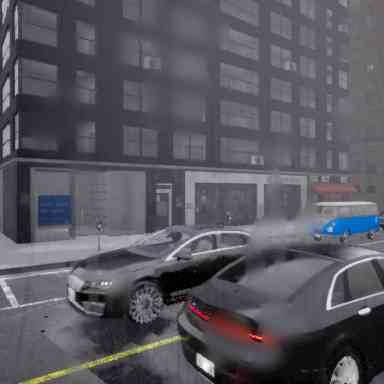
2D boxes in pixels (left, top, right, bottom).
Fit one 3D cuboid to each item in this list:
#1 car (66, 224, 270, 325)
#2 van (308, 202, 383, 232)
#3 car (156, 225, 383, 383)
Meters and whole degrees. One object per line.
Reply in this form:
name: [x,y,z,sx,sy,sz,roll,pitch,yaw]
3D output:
car: [-0.086,1.491,7.180,4.902,1.511,2.128,0,0,-35]
van: [7.074,1.342,15.444,3.998,1.788,1.690,0,0,-36]
car: [2.104,1.505,4.811,4.892,1.490,1.837,0,0,-36]
